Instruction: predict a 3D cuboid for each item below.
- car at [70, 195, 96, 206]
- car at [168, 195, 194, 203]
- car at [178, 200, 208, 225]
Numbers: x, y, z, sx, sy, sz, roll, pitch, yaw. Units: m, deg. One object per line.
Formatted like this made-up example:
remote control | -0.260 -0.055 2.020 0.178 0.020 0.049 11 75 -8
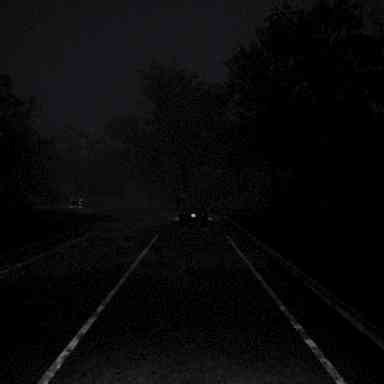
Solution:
car | -17.009 1.221 52.090 2.097 1.767 4.553 0 0 16
car | -2.169 1.315 64.711 5.008 1.535 1.882 0 0 -3
car | 0.123 1.504 23.621 1.994 1.385 4.181 0 0 1
